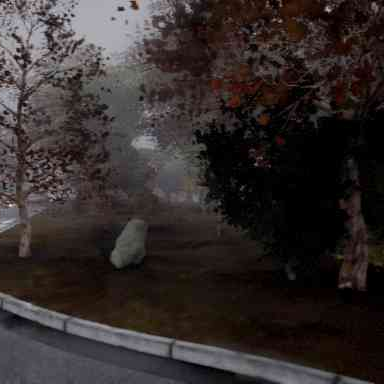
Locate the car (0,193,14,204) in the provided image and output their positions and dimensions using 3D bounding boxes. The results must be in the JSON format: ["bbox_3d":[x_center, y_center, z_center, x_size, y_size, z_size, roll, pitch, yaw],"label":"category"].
[{"bbox_3d":[-26.491,0.901,48.008,1.882,1.535,5.008,-1,1,-18],"label":"car"}]

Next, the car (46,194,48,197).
[{"bbox_3d":[-25.575,0.849,56.483,2.033,1.411,5.357,-1,1,-18],"label":"car"}]

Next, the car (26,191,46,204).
[{"bbox_3d":[-22.332,0.617,46.607,2.150,2.045,5.566,-1,1,-18],"label":"car"}]
